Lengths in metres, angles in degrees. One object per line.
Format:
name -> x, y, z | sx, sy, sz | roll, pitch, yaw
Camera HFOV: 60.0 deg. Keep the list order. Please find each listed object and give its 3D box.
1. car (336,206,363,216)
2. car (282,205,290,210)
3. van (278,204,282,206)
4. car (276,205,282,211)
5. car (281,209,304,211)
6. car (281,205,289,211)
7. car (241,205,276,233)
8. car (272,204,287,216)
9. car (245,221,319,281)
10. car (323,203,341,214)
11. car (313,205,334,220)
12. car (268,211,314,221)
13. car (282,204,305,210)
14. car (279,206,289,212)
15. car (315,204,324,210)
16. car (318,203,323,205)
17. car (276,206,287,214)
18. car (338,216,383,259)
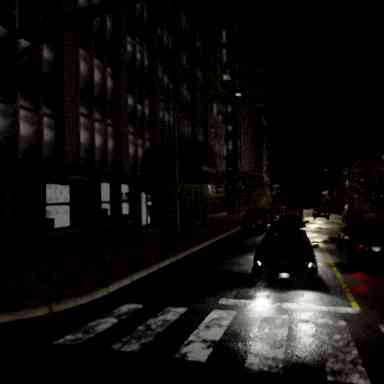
car -> 16.671, 2.502, 34.598 | 2.008, 1.369, 4.403 | -3, -2, 18
car -> 25.627, 4.210, 90.407 | 1.752, 1.417, 4.829 | -3, -2, 18
van -> 12.250, 2.849, 48.398 | 1.690, 1.788, 3.998 | -3, -2, 18
car -> 8.666, 2.634, 37.160 | 1.967, 1.590, 4.097 | -3, -2, 18
car -> 9.323, 2.556, 30.569 | 1.895, 1.301, 4.718 | -2, -2, 18
car -> 23.950, 4.062, 85.135 | 1.752, 1.417, 4.829 | -3, -2, 18
car -> 5.220, 2.215, 26.648 | 2.192, 1.841, 5.009 | -3, -2, 18
car -> 15.605, 3.119, 58.943 | 2.192, 1.841, 5.009 | -3, -2, 18
car -> 3.311, 1.973, 11.679 | 2.033, 1.411, 5.357 | -2, -2, 17
car -> 21.908, 2.730, 51.128 | 2.192, 1.841, 5.009 | -3, -2, 18
car -> 16.221, 2.756, 41.850 | 2.033, 1.411, 5.357 | -2, -2, 18
car -> 6.268, 2.179, 21.001 | 2.128, 1.511, 4.902 | -2, -2, 18
car -> 12.535, 2.456, 40.543 | 2.150, 2.045, 5.566 | -2, -2, 19
car -> 20.646, 3.791, 74.752 | 1.887, 1.381, 4.507 | -3, -2, 18
car -> 33.661, 4.013, 88.022 | 1.947, 1.339, 4.313 | -3, -2, 18
car -> 30.297, 3.468, 77.488 | 2.192, 1.841, 5.009 | -3, -2, 18
car -> 17.239, 3.472, 64.046 | 1.752, 1.417, 4.829 | -3, -2, 18
car -> 7.474, 1.962, 14.364 | 1.812, 1.442, 4.674 | -2, -2, 18
